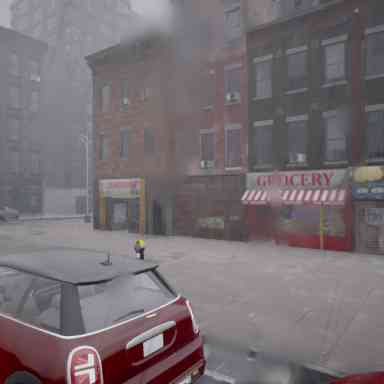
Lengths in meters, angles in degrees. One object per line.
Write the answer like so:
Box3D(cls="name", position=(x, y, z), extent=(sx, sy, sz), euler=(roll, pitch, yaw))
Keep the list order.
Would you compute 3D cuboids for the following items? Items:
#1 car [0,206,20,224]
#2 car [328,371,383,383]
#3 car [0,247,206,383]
Box3D(cls="car", position=(-16.285, 1.810, 26.324), extent=(2.128, 1.511, 4.902), euler=(-1, -2, 36))
Box3D(cls="car", position=(2.533, 1.544, 0.998), extent=(4.507, 1.381, 1.887), euler=(0, 0, 36))
Box3D(cls="car", position=(-1.929, 1.441, 4.219), extent=(4.097, 1.590, 1.967), euler=(0, 0, 36))
